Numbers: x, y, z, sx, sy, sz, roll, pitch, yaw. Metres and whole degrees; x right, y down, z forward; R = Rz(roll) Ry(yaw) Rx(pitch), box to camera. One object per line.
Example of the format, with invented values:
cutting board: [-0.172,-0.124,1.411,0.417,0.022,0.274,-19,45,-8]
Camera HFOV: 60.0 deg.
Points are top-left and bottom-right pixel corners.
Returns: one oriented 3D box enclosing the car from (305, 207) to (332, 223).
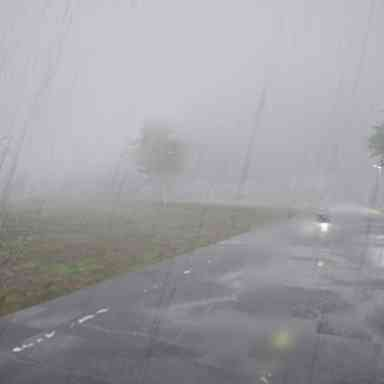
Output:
car: [11.419,1.999,29.826,1.994,1.385,4.181,-1,-1,26]
